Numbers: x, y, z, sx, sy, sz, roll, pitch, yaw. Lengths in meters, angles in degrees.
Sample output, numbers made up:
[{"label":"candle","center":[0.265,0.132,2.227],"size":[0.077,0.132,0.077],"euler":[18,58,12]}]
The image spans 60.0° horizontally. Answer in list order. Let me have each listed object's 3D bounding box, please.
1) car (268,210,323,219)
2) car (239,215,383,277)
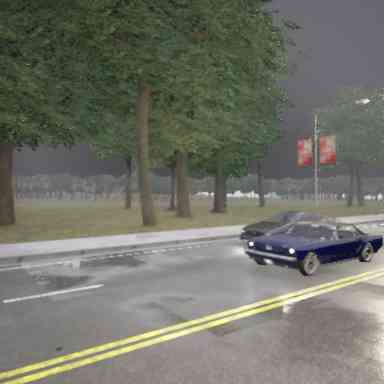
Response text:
[{"label":"car","center":[4.614,1.546,14.847],"size":[5.357,1.411,2.033],"euler":[0,0,-35]},{"label":"car","center":[3.912,1.599,10.392],"size":[4.718,1.301,1.895],"euler":[0,0,-35]}]
